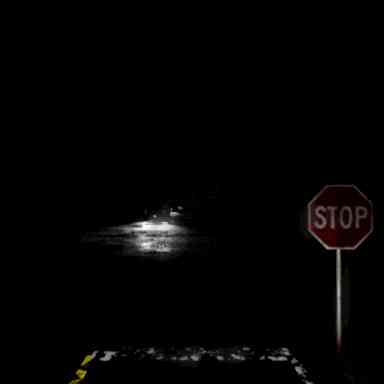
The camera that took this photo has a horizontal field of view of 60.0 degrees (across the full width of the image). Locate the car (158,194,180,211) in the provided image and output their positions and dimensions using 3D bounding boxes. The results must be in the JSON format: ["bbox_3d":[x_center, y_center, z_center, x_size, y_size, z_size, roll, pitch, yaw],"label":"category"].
[{"bbox_3d":[-2.870,1.220,40.619,2.150,2.045,5.566,0,0,2],"label":"car"}]

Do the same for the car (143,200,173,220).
[{"bbox_3d":[-2.877,1.601,27.992,1.895,1.301,4.718,0,0,0],"label":"car"}]

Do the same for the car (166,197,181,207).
[{"bbox_3d":[-2.853,1.555,51.661,1.994,1.385,4.181,0,0,1],"label":"car"}]
